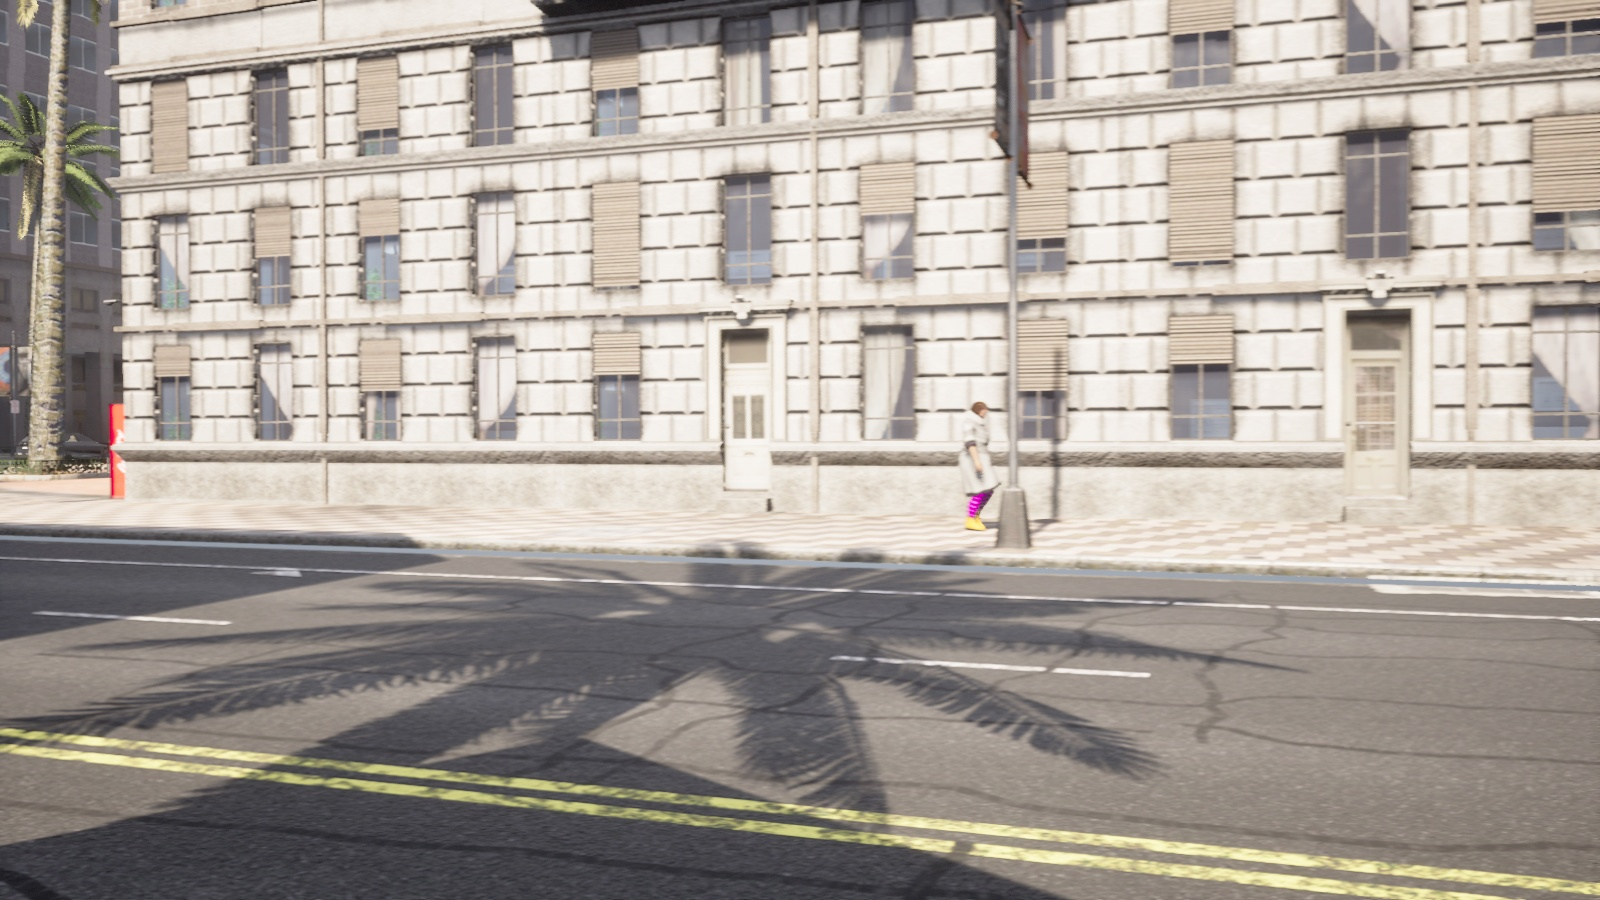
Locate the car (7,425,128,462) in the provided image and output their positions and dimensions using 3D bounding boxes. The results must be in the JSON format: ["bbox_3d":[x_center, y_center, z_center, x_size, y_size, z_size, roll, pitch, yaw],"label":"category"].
[{"bbox_3d":[-34.877,-0.334,59.925,2.033,1.649,4.856,0,1,18],"label":"car"}]

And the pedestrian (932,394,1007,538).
[{"bbox_3d":[2.371,0.211,17.573,0.873,1.952,0.659,1,1,25],"label":"pedestrian"}]
